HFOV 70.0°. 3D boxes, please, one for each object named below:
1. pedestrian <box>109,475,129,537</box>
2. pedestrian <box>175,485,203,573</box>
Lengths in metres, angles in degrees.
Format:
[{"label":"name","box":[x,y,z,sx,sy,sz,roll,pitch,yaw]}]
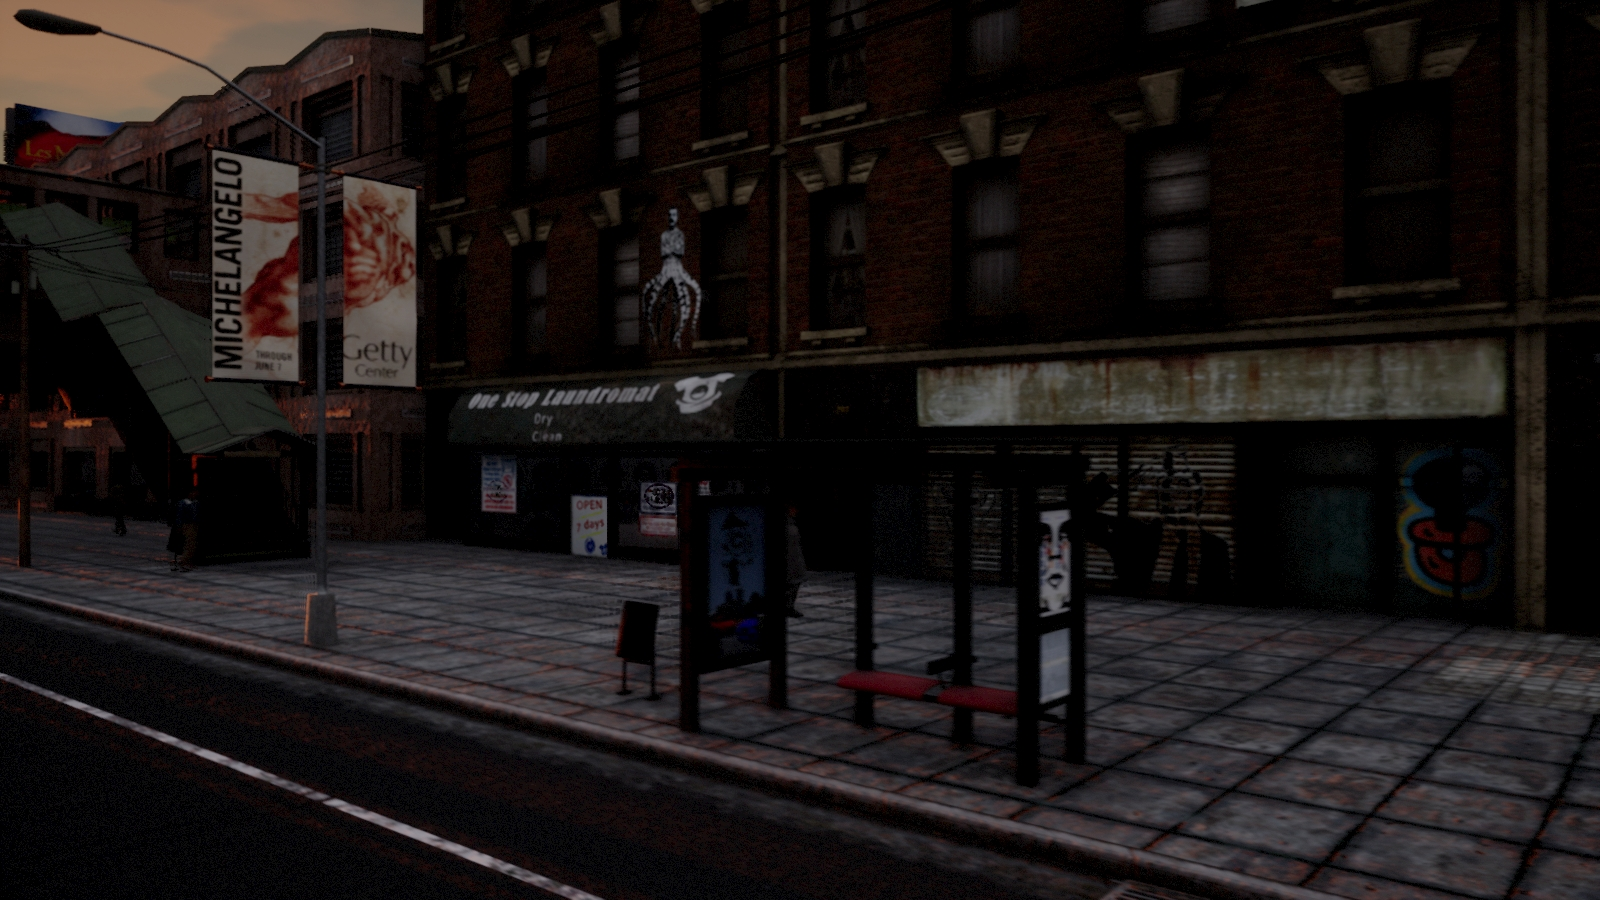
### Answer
[{"label":"pedestrian","box":[-20.820,1.702,34.951,0.375,1.860,0.375,0,0,23]},{"label":"pedestrian","box":[-13.177,1.701,24.649,0.375,1.860,0.375,0,0,18]}]
